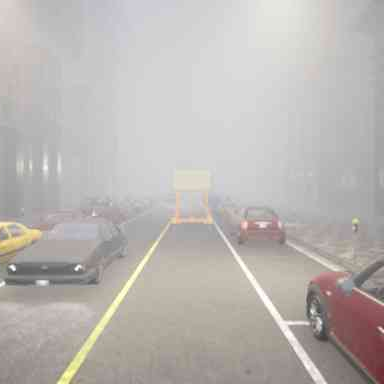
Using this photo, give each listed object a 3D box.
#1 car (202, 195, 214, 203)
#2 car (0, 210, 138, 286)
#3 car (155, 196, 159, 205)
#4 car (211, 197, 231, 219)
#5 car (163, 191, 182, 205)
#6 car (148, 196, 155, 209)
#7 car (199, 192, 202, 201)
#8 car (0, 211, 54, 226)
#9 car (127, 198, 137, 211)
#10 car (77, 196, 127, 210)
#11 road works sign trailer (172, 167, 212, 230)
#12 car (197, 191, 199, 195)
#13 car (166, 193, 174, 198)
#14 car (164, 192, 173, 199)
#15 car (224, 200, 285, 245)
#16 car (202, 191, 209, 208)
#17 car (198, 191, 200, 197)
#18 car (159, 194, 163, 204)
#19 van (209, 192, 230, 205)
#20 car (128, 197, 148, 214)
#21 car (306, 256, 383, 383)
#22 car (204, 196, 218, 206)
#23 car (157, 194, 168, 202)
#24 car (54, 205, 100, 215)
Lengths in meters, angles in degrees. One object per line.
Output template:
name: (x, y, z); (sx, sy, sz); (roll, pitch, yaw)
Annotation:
car: (2.796, 1.156, 59.740); (1.947, 1.339, 4.313); (0, 0, 0)
car: (-3.093, 1.478, 9.546); (2.033, 1.411, 5.357); (0, 0, 0)
car: (-5.739, 1.266, 42.927); (1.947, 1.339, 4.313); (0, 0, 0)
car: (2.775, 1.339, 26.301); (1.752, 1.417, 4.829); (0, 0, 0)
car: (-3.045, 0.997, 51.259); (2.097, 1.767, 4.553); (0, 0, 0)
car: (-5.743, 1.288, 37.326); (2.008, 1.369, 4.403); (0, 0, 0)
car: (2.791, 0.942, 54.136); (2.192, 1.841, 5.009); (0, 0, 0)
car: (-5.760, 1.459, 9.145); (1.752, 1.417, 4.829); (0, 0, 0)
car: (-5.749, 1.396, 26.122); (1.802, 1.307, 4.206); (0, 0, 0)
car: (-5.753, 1.169, 20.518); (2.192, 1.841, 5.009); (0, 0, 0)
road works sign trailer: (0.011, 0.322, 19.965); (2.380, 3.560, 2.880); (0, 0, 0)
car: (2.805, 0.924, 76.544); (1.967, 1.590, 4.097); (0, 0, 0)
car: (-5.713, 0.957, 87.743); (1.887, 1.381, 4.507); (0, 0, 0)
car: (-5.717, 0.888, 82.140); (1.967, 1.590, 4.097); (0, 0, 0)
car: (2.769, 1.333, 14.926); (1.967, 1.590, 4.097); (0, 0, 0)
car: (2.785, 1.015, 42.933); (2.192, 1.841, 5.009); (0, 0, 0)
car: (2.799, 0.995, 65.341); (1.967, 1.590, 4.097); (0, 0, 0)
car: (-5.736, 1.229, 48.529); (1.947, 1.339, 4.313); (0, 0, 0)
van: (2.778, 1.117, 31.731); (1.690, 1.788, 3.998); (0, 0, 0)
car: (-5.747, 1.216, 31.722); (1.967, 1.590, 4.097); (0, 0, 0)
car: (2.762, 1.413, 3.723); (1.967, 1.590, 4.097); (0, 0, 0)
car: (2.789, 1.245, 48.537); (1.802, 1.307, 4.206); (0, 0, 0)
car: (-5.726, 1.100, 65.335); (1.887, 1.381, 4.507); (0, 0, 0)
car: (-5.756, 1.475, 14.917); (1.802, 1.307, 4.206); (0, 0, 0)
